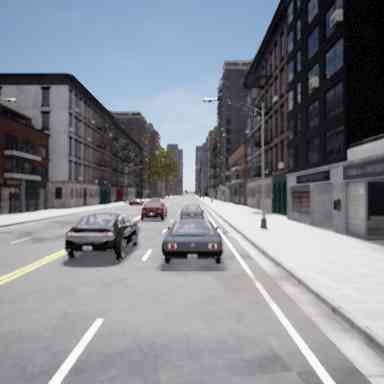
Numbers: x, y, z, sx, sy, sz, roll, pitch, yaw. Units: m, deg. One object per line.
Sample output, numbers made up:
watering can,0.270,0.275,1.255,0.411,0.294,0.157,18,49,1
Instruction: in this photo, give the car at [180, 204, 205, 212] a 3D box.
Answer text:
car,0.024,1.629,25.526,2.033,1.411,5.357,0,0,1

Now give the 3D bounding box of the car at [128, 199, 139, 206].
car,-9.805,1.807,57.906,1.895,1.301,4.718,0,0,1

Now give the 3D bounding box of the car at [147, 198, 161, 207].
car,-6.558,1.732,57.911,1.812,1.442,4.674,0,0,0

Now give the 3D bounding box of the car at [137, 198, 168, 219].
car,-3.199,1.570,28.866,1.882,1.535,5.008,0,0,0

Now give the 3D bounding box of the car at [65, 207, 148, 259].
car,-3.206,1.531,12.696,2.128,1.511,4.902,0,0,0

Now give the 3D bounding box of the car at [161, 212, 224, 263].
car,0.039,1.638,12.089,1.895,1.301,4.718,0,0,0
